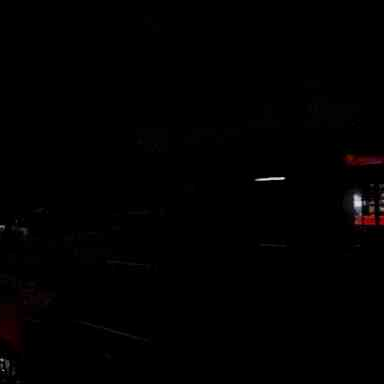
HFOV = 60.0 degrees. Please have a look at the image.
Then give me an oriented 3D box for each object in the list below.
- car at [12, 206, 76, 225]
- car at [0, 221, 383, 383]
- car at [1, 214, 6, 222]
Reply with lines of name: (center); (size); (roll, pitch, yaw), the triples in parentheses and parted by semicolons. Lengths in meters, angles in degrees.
car: (-11.290, 1.828, 25.840); (1.812, 1.442, 4.674); (-2, 0, 37)
car: (0.109, 1.334, 2.980); (5.009, 1.841, 2.192); (-1, -1, 36)
car: (-13.687, 1.946, 28.060); (1.994, 1.385, 4.181); (-2, -1, 37)
